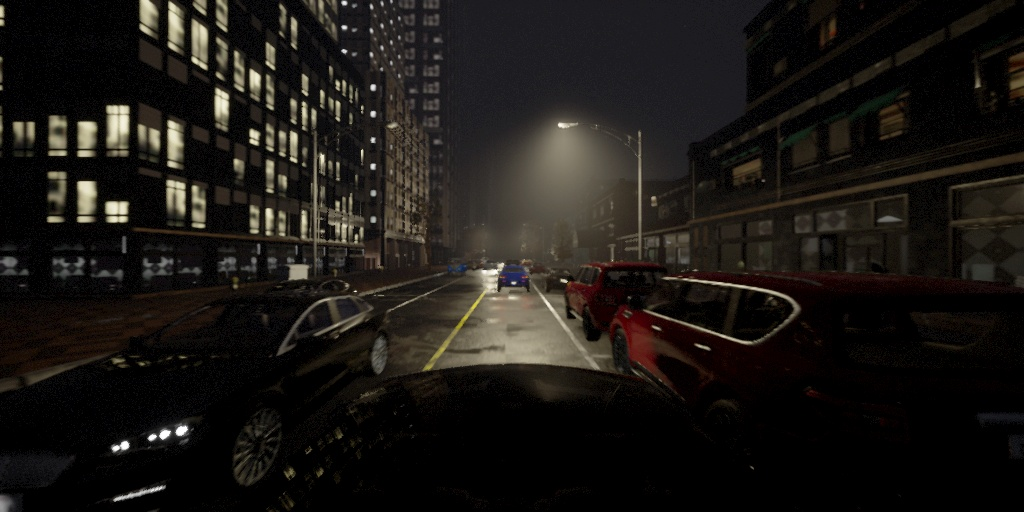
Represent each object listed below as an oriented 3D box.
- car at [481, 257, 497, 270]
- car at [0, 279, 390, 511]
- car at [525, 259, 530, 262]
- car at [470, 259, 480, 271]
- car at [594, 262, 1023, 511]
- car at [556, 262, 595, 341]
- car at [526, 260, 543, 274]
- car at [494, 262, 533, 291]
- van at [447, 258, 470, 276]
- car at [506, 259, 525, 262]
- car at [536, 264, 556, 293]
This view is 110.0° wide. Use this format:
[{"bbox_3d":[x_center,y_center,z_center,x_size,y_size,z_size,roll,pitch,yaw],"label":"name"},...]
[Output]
[{"bbox_3d":[-3.023,1.304,51.590,1.812,1.442,4.674,0,0,0],"label":"car"},{"bbox_3d":[-3.101,1.242,4.592,2.128,1.511,4.902,0,0,0],"label":"car"},{"bbox_3d":[2.663,1.228,65.138,1.967,1.591,4.097,0,0,0],"label":"car"},{"bbox_3d":[-5.711,1.297,48.356,1.751,1.417,4.829,0,0,0],"label":"car"},{"bbox_3d":[2.689,1.065,4.232,2.192,1.841,5.009,0,0,0],"label":"car"},{"bbox_3d":[2.687,1.067,9.768,2.192,1.841,5.009,0,0,0],"label":"car"},{"bbox_3d":[2.675,1.345,37.453,1.802,1.307,4.207,0,0,0],"label":"car"},{"bbox_3d":[0.092,1.281,21.593,1.812,1.442,4.674,0,0,0],"label":"car"},{"bbox_3d":[-5.706,1.104,37.451,1.690,1.789,3.998,0,0,0],"label":"van"},{"bbox_3d":[0.084,1.118,41.424,2.097,1.767,4.553,0,0,0],"label":"car"},{"bbox_3d":[2.682,1.321,20.842,1.948,1.339,4.313,0,0,0],"label":"car"}]
